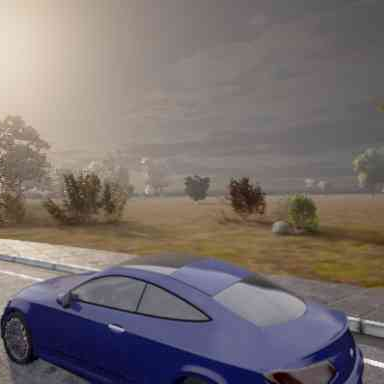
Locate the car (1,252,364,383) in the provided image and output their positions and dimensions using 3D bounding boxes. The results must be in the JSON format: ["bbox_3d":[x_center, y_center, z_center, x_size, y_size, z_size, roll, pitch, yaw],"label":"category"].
[{"bbox_3d":[-0.481,1.519,4.160,4.674,1.442,1.812,0,0,34],"label":"car"}]
